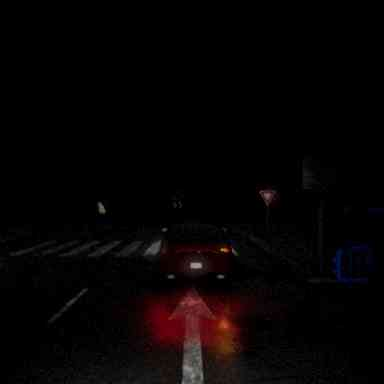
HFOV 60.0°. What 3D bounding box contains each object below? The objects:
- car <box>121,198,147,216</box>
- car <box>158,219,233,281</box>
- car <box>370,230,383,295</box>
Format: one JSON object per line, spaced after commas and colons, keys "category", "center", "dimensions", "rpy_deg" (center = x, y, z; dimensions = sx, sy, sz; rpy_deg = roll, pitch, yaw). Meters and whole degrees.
{"category": "car", "center": [-5.012, 1.612, 36.935], "dimensions": [5.566, 2.045, 2.150], "rpy_deg": [2, -1, -1]}
{"category": "car", "center": [0.088, 1.547, 10.138], "dimensions": [1.882, 1.535, 5.008], "rpy_deg": [0, 0, 0]}
{"category": "car", "center": [6.022, 1.279, 6.205], "dimensions": [5.566, 2.045, 2.435], "rpy_deg": [1, -1, -20]}
